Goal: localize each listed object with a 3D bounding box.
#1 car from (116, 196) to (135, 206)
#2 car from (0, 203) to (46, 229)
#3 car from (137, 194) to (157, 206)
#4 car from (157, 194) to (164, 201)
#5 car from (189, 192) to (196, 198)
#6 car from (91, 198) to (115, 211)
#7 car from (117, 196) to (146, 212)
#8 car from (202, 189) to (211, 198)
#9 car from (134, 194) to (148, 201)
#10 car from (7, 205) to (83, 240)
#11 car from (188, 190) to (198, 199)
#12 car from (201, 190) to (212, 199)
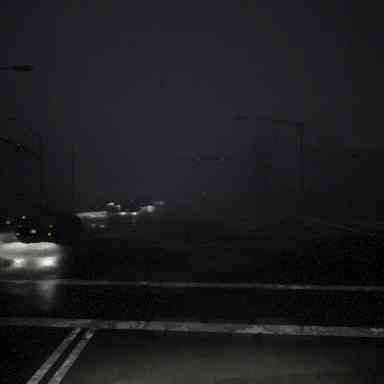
[{"bbox_3d":[-10.457,1.352,52.647,1.994,1.385,4.181,0,1,1],"label":"car"},{"bbox_3d":[-10.553,1.487,21.546,2.128,1.511,4.902,0,0,0],"label":"car"},{"bbox_3d":[-6.970,1.403,51.375,1.895,1.301,4.718,0,1,0],"label":"car"},{"bbox_3d":[-6.855,1.159,67.438,1.895,1.301,4.718,0,1,1],"label":"car"},{"bbox_3d":[0.207,0.683,87.179,1.812,1.442,4.674,0,1,0],"label":"car"},{"bbox_3d":[-10.502,1.421,39.380,2.128,1.511,4.902,0,0,0],"label":"car"},{"bbox_3d":[-6.900,1.485,37.896,2.033,1.411,5.357,0,0,-2],"label":"car"},{"bbox_3d":[3.708,0.376,87.560,2.150,2.045,5.566,0,1,0],"label":"car"},{"bbox_3d":[-10.345,1.097,67.900,2.033,1.411,5.357,0,1,0],"label":"car"},{"bbox_3d":[-7.065,1.563,16.809,1.994,1.385,4.181,0,0,0],"label":"car"},{"bbox_3d":[0.181,0.602,76.503,2.150,2.045,5.566,0,1,0],"label":"car"},{"bbox_3d":[3.685,0.908,77.567,1.994,1.385,4.181,0,1,0],"label":"car"}]
